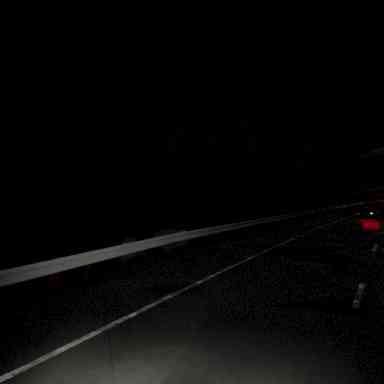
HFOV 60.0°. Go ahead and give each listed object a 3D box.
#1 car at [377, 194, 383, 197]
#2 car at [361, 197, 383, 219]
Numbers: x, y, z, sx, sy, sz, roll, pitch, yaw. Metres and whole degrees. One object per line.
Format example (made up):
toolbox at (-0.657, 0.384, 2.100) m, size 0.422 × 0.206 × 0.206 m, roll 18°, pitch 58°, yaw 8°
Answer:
car at (22.347, 1.221, 37.963) m, size 2.150 × 2.045 × 5.566 m, roll 0°, pitch 0°, yaw 36°
car at (16.239, 1.505, 29.462) m, size 1.837 × 1.490 × 4.892 m, roll 0°, pitch 0°, yaw 35°
